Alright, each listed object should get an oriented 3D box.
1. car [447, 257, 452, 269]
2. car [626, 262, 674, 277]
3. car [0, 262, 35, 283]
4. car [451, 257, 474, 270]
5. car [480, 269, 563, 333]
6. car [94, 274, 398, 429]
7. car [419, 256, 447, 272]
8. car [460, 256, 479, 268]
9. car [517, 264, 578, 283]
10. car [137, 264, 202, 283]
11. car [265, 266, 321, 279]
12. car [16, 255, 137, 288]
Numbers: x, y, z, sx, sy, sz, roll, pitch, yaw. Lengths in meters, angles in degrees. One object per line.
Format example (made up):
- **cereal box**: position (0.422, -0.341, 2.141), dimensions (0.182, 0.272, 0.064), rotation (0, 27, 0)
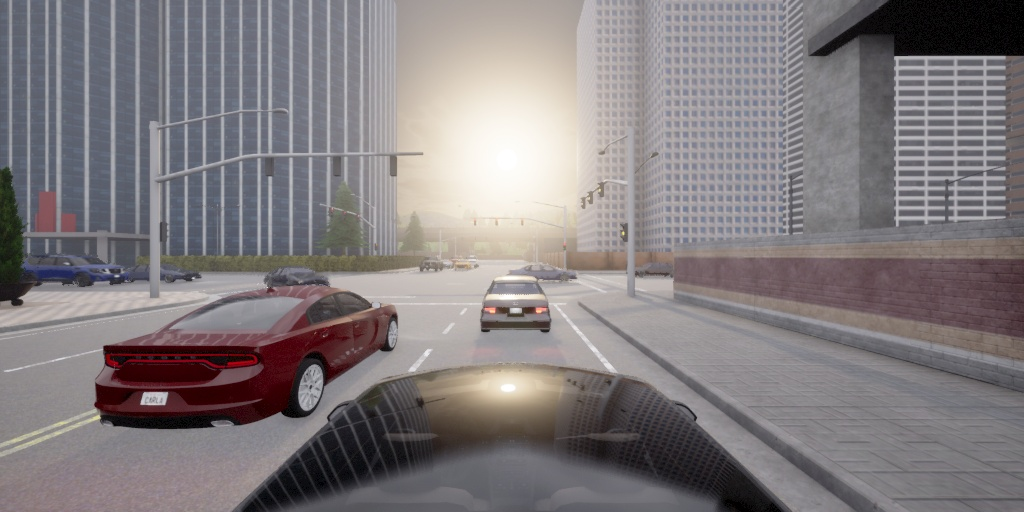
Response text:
- **car**: position (-10.551, 1.275, 56.892), dimensions (1.812, 1.442, 4.674), rotation (0, 0, 0)
- **car**: position (13.912, 1.297, 34.737), dimensions (5.357, 1.411, 2.033), rotation (0, 0, 0)
- **car**: position (-39.659, 1.256, 27.061), dimensions (4.892, 1.490, 1.837), rotation (-1, 0, 0)
- **car**: position (-7.063, 1.227, 51.959), dimensions (1.882, 1.535, 5.008), rotation (0, 0, 0)
- **car**: position (0.090, 1.297, 10.757), dimensions (2.033, 1.411, 5.357), rotation (0, 0, 0)
- **car**: position (-3.440, 1.228, 5.945), dimensions (1.882, 1.535, 5.008), rotation (0, 0, 0)
- **car**: position (-10.569, 0.972, 47.353), dimensions (2.150, 2.045, 5.566), rotation (0, 0, 0)
- **car**: position (-7.031, 0.971, 61.800), dimensions (2.150, 2.045, 5.566), rotation (0, 0, 0)
- **car**: position (2.274, 1.298, 27.495), dimensions (5.357, 1.411, 2.033), rotation (0, 0, -1)
- **car**: position (-26.784, 1.297, 27.131), dimensions (5.357, 1.411, 2.033), rotation (0, 0, 0)
- **car**: position (-12.813, 1.297, 21.261), dimensions (5.357, 1.411, 2.033), rotation (0, 0, 38)
- **car**: position (-28.808, 0.971, 23.619), dimensions (5.566, 2.045, 2.150), rotation (0, 0, 0)
